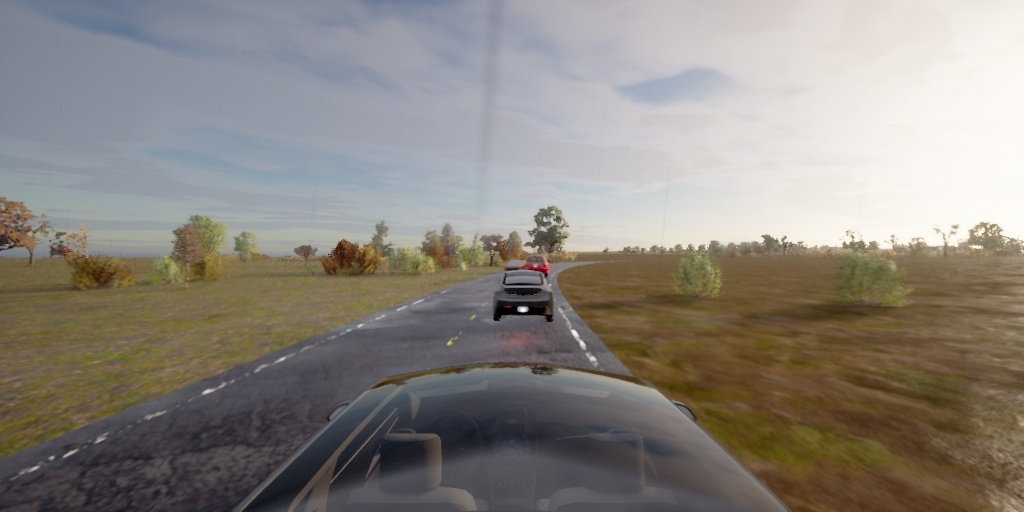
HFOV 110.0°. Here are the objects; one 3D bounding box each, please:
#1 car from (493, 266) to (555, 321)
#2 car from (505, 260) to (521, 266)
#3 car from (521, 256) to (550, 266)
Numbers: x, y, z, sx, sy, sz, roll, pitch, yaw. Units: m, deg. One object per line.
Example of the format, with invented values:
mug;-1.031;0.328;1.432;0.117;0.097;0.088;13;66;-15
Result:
car;0.421;1.259;12.544;1.837;1.490;4.892;0;0;3
car;0.370;1.242;41.705;1.882;1.535;5.008;0;0;10
car;2.469;0.987;34.621;2.150;2.045;5.566;0;0;8
